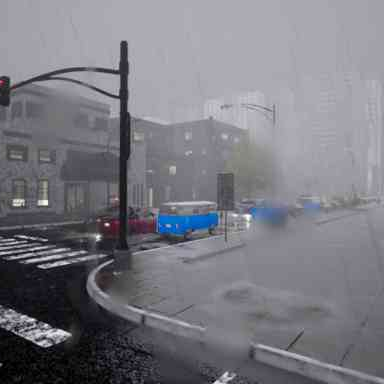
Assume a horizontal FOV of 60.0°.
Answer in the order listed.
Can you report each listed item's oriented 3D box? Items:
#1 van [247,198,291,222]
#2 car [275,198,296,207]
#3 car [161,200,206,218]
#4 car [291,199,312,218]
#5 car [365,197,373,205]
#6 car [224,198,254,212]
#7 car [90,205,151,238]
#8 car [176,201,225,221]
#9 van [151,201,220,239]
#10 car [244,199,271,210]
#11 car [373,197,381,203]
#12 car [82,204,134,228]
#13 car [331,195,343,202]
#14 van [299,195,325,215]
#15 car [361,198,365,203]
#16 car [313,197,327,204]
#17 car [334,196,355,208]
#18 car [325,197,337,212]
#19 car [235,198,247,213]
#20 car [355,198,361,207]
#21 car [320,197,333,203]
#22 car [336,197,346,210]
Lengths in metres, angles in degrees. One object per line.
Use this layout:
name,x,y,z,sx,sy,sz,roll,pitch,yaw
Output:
van,6.256,1.435,26.667,1.690,1.788,3.998,0,0,35
car,15.246,1.664,54.100,1.887,1.381,4.507,0,0,35
car,-0.695,1.557,31.351,1.752,1.417,4.829,0,0,35
car,9.423,1.655,31.188,1.887,1.381,4.507,0,0,35
car,34.773,1.809,67.365,1.887,1.381,4.507,0,0,35
car,5.741,1.505,40.535,1.967,1.590,4.097,0,0,35
car,-3.027,1.606,18.111,1.994,1.385,4.181,1,0,36
car,0.820,1.553,28.994,1.837,1.490,4.892,1,0,35
van,-0.081,1.406,17.622,1.690,1.788,3.998,0,0,35
car,8.909,1.627,45.057,1.887,1.381,4.507,0,0,35
car,44.279,1.899,80.932,1.947,1.339,4.313,0,0,35
car,-4.644,1.527,21.199,1.837,1.490,4.892,1,0,35
car,37.426,1.711,85.755,1.967,1.590,4.097,0,0,35
van,12.593,1.468,35.710,1.690,1.788,3.998,0,0,35
car,28.534,1.747,58.461,1.752,1.417,4.829,0,0,35
car,27.822,1.727,72.049,1.752,1.417,4.829,0,0,35
car,22.100,1.496,49.278,2.192,1.841,5.009,0,0,35
car,15.859,1.670,40.372,1.752,1.417,4.829,0,0,35
car,6.501,1.603,37.077,1.812,1.442,4.674,1,0,35
car,25.269,1.516,53.800,2.192,1.841,5.009,0,0,35
car,31.088,1.791,76.711,1.947,1.339,4.313,0,0,35
car,18.929,1.729,44.754,1.947,1.339,4.313,0,0,35
